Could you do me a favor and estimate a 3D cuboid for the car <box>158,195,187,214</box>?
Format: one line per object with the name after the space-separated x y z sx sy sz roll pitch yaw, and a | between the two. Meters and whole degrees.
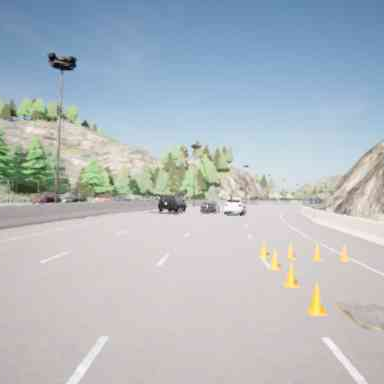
-2.253 1.433 39.231 2.150 2.045 5.566 2 -1 14 | car

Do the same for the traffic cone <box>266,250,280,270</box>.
2.654 2.152 10.648 0.340 0.580 0.340 2 0 2 | traffic cone

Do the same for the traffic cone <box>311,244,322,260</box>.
4.732 2.255 12.564 0.340 0.580 0.340 2 0 2 | traffic cone

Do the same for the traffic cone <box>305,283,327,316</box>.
2.491 2.114 6.651 0.340 0.580 0.340 2 0 2 | traffic cone

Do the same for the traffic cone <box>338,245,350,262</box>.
5.730 2.297 12.523 0.340 0.580 0.340 2 0 2 | traffic cone

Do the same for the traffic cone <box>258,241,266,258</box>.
2.735 2.171 12.646 0.340 0.580 0.340 2 0 2 | traffic cone

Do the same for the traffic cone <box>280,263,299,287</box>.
2.573 2.133 8.650 0.340 0.580 0.340 2 0 2 | traffic cone

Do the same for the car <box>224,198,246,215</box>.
5.457 1.777 41.539 2.150 2.045 5.566 2 -1 15 | car

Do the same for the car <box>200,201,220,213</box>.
2.410 1.931 43.169 2.128 1.511 4.902 2 -1 15 | car
